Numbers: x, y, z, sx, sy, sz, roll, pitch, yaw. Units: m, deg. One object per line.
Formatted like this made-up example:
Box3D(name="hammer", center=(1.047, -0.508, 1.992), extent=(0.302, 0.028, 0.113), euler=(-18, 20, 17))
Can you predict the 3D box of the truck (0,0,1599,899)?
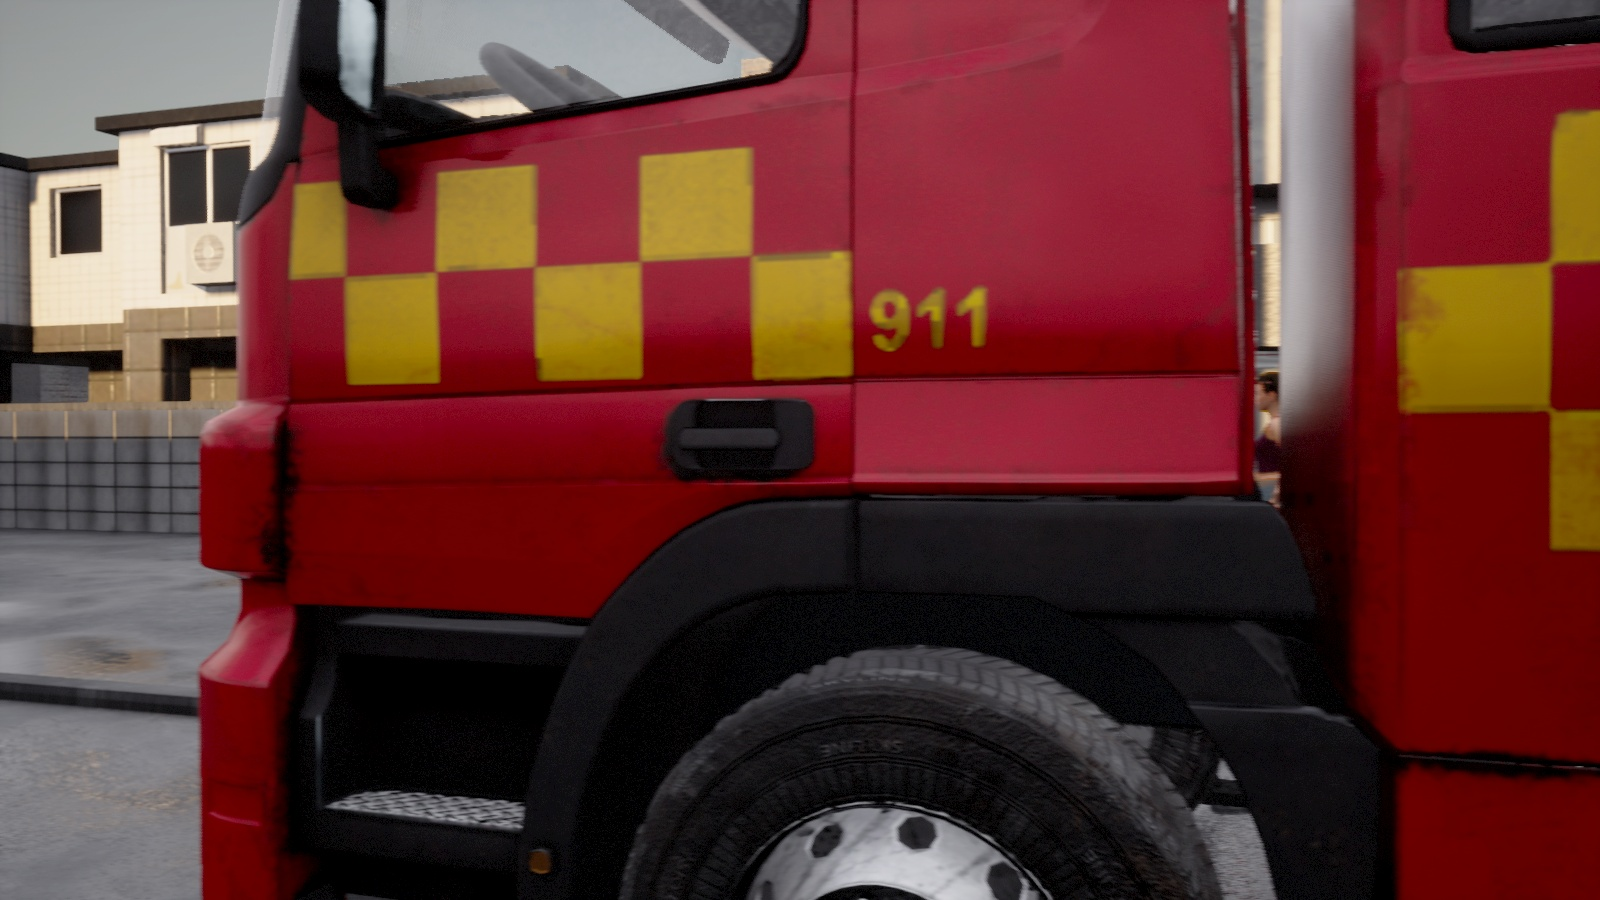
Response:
Box3D(name="truck", center=(2.648, -0.373, 2.813), extent=(8.468, 3.827, 2.891), euler=(1, 1, 19))
